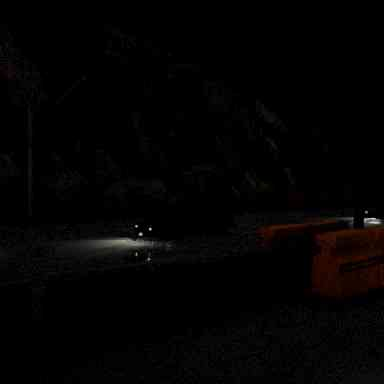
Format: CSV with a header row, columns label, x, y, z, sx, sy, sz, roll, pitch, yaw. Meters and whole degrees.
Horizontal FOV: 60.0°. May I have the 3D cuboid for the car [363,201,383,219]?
label,x,y,z,sx,sy,sz,roll,pitch,yaw
car,15.753,1.462,28.117,4.181,1.385,1.994,0,0,-35

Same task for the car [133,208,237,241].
label,x,y,z,sx,sy,sz,roll,pitch,yaw
car,-0.177,1.529,16.759,5.357,1.411,2.033,0,0,-35
